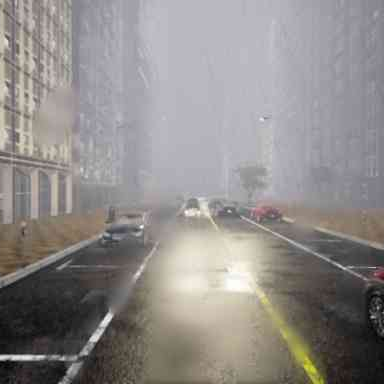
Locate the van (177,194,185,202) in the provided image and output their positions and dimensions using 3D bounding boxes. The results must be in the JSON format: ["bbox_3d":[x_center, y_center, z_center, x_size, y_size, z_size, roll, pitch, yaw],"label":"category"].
[{"bbox_3d":[-2.492,1.355,76.692,1.690,1.788,3.998,0,0,0],"label":"van"}]

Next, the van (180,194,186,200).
[{"bbox_3d":[-2.444,1.354,93.617,1.690,1.788,3.998,0,0,0],"label":"van"}]

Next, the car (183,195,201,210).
[{"bbox_3d":[0.112,1.522,42.394,1.837,1.490,4.892,0,0,0],"label":"car"}]

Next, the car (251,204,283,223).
[{"bbox_3d":[5.749,1.571,25.910,1.887,1.381,4.507,0,0,0],"label":"car"}]

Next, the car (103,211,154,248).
[{"bbox_3d":[-2.663,1.551,14.637,2.008,1.369,4.403,0,0,0],"label":"car"}]

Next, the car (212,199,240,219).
[{"bbox_3d":[3.147,1.586,29.870,1.994,1.385,4.181,0,0,0],"label":"car"}]

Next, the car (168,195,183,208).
[{"bbox_3d":[-2.569,1.537,48.315,1.752,1.417,4.829,0,0,0],"label":"car"}]

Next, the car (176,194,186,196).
[{"bbox_3d":[-2.524,1.328,65.409,2.192,1.841,5.009,0,0,0],"label":"car"}]

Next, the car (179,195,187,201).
[{"bbox_3d":[-2.459,1.564,87.975,2.008,1.369,4.403,0,0,0],"label":"car"}]

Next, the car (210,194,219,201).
[{"bbox_3d":[5.921,1.474,87.980,1.967,1.590,4.097,0,0,0],"label":"car"}]

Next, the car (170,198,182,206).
[{"bbox_3d":[-2.553,1.595,54.126,1.802,1.307,4.206,0,0,0],"label":"car"}]

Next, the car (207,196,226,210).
[{"bbox_3d":[3.136,1.589,44.400,1.994,1.385,4.181,0,0,1],"label":"car"}]

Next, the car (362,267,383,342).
[{"bbox_3d":[3.853,1.363,3.648,2.097,1.767,4.553,0,0,0],"label":"car"}]

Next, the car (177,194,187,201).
[{"bbox_3d":[-2.476,1.329,82.333,2.192,1.841,5.009,0,0,0],"label":"car"}]
